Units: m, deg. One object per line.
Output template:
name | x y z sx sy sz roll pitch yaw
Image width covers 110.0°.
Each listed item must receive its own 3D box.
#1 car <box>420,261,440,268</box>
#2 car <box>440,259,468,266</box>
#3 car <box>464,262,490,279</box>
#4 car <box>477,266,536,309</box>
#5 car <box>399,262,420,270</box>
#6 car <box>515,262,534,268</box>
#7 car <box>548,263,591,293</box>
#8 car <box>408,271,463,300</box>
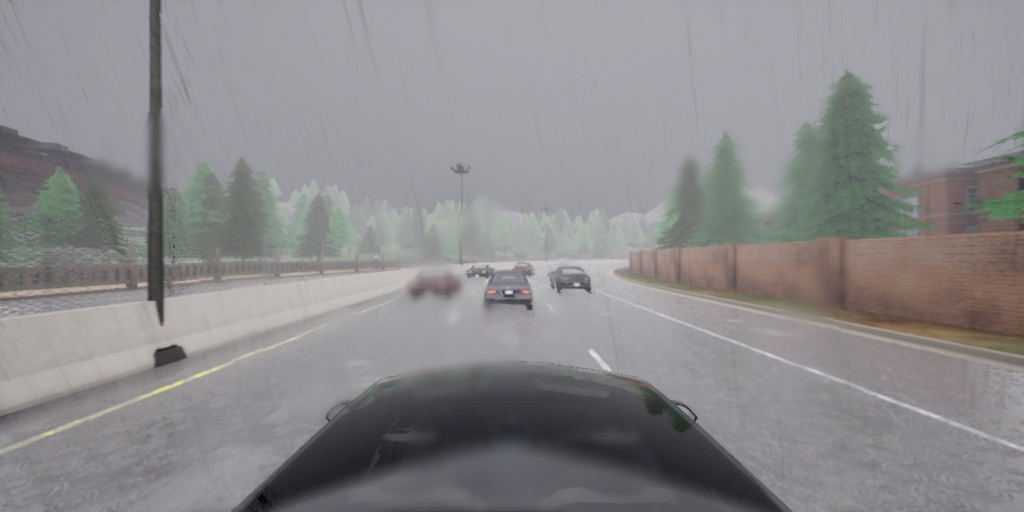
car | -10.194 1.384 49.748 2.128 1.511 4.902 0 0 17
car | -7.161 1.227 47.530 2.097 1.767 4.553 0 0 15
car | -2.747 1.431 33.401 1.895 1.301 4.718 0 0 7
car | -0.143 1.328 15.046 2.033 1.411 5.357 0 0 -1
car | -13.760 1.506 50.033 1.895 1.301 4.718 0 0 16
car | 1.203 1.348 36.040 1.812 1.442 4.674 0 0 10
car | 3.341 1.306 20.712 1.812 1.442 4.674 0 0 0
car | -3.665 1.400 18.094 1.895 1.301 4.718 0 0 0
